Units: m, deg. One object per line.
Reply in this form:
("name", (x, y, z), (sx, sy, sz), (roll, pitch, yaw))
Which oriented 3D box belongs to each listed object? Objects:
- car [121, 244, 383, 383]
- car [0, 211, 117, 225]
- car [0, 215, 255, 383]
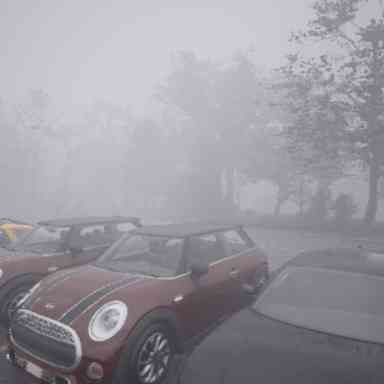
("car", (1.803, 1.481, 3.867), (2.097, 1.535, 5.008), (0, 0, 36))
("car", (-2.702, 1.364, 7.113), (2.185, 1.767, 4.553), (0, 0, 36))
("car", (-0.442, 1.360, 5.501), (2.185, 1.767, 4.553), (0, 0, 36))
